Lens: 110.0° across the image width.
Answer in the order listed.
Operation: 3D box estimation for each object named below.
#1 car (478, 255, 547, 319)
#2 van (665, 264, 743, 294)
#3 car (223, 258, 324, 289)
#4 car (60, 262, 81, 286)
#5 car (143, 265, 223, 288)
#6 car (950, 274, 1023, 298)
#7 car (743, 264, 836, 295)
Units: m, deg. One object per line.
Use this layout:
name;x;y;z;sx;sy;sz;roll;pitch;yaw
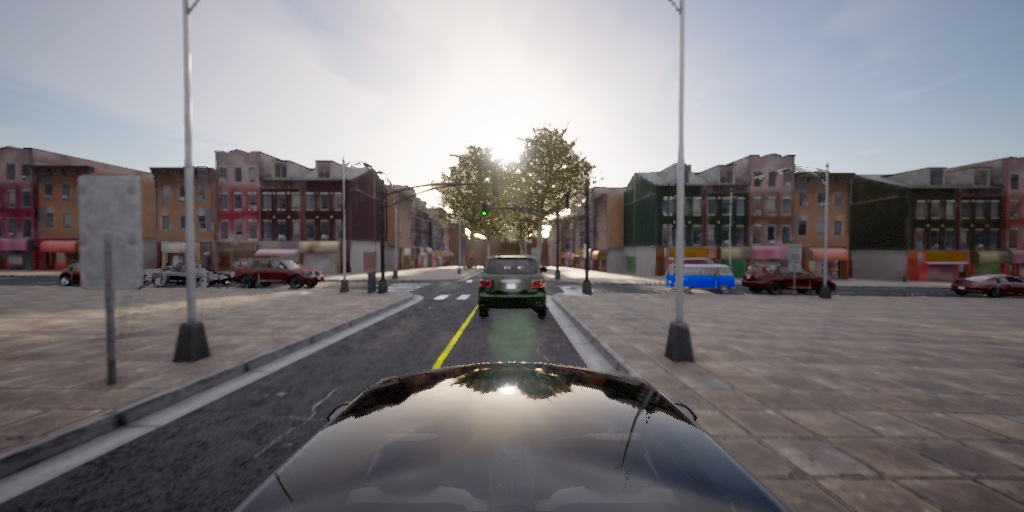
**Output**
car;0.107;0.995;13.120;2.150;2.045;5.566;0;0;3
van;11.758;1.419;22.464;3.998;1.789;1.690;0;0;0
car;-14.601;1.063;22.482;5.009;1.841;2.192;0;0;0
car;-25.404;1.059;22.489;4.097;1.591;1.967;0;0;0
car;-20.003;1.249;22.486;4.313;1.339;1.948;0;0;0
car;30.279;1.857;22.323;4.674;1.442;1.812;1;1;0
car;17.163;1.465;22.460;5.009;1.841;2.192;0;0;0
